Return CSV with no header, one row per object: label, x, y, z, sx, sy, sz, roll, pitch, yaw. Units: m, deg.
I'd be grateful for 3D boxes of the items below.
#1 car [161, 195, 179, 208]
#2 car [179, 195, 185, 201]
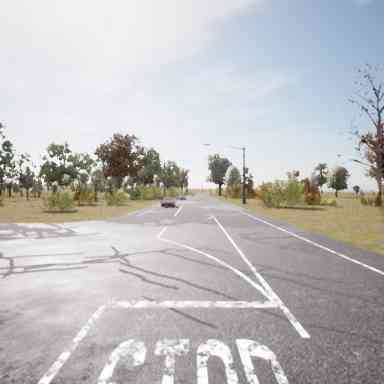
car,-3.292,1.430,46.502,1.882,1.535,5.008,0,0,0
car,-2.757,1.391,83.323,2.128,1.511,4.902,0,0,5
